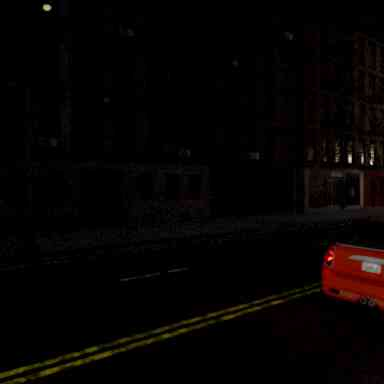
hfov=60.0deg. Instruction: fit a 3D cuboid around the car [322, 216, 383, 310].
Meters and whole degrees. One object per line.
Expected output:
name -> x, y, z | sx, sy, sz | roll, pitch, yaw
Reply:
car -> 4.690, 1.225, 6.670 | 4.553, 1.767, 2.097 | -1, 1, -35
